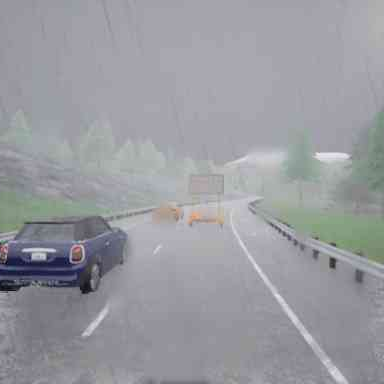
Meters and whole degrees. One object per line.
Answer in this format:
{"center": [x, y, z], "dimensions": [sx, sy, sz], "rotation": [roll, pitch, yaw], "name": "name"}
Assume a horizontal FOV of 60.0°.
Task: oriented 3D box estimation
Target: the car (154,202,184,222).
{"center": [-1.853, 1.591, 27.875], "dimensions": [1.882, 1.535, 5.008], "rotation": [0, 0, 6], "name": "car"}

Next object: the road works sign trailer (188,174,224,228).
{"center": [0.989, 0.560, 22.889], "dimensions": [2.380, 3.560, 2.880], "rotation": [0, 0, 6], "name": "road works sign trailer"}

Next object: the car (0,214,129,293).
{"center": [-3.157, 1.387, 9.131], "dimensions": [2.097, 1.767, 4.553], "rotation": [0, 0, 2], "name": "car"}
